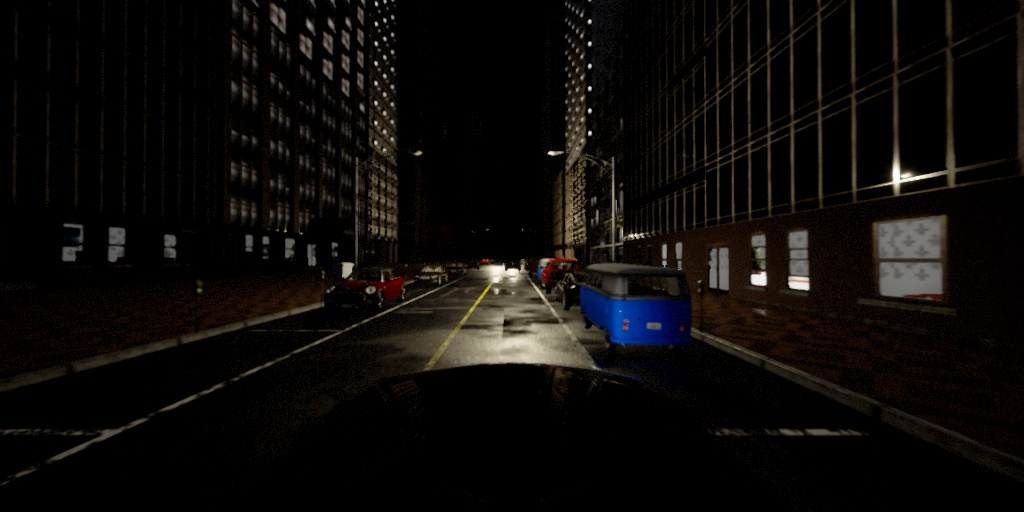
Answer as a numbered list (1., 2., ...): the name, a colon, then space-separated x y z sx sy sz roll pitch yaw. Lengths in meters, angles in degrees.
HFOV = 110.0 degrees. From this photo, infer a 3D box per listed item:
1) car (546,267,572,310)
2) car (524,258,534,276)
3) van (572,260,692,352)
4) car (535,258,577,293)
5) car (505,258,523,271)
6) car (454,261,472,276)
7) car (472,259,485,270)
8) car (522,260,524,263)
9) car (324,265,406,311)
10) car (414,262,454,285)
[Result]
1. car: 2.695 1.304 14.302 2.007 1.370 4.403 0 0 0
2. car: 2.702 1.071 36.868 2.192 1.841 5.009 0 0 0
3. van: 2.694 1.093 8.661 1.690 1.789 3.998 0 0 0
4. car: 2.697 1.069 19.944 2.192 1.841 5.009 0 0 0
5. car: 0.113 1.109 50.723 2.097 1.767 4.553 0 0 0
6. car: -5.679 1.306 36.847 2.007 1.370 4.403 0 0 0
7. car: -5.675 1.306 53.776 2.007 1.370 4.403 0 0 0
8. car: 2.704 1.339 48.151 1.802 1.307 4.207 0 0 0
9. car: -5.685 1.193 14.276 1.967 1.591 4.097 0 0 0
10. car: -5.682 1.305 25.562 2.007 1.370 4.403 0 0 0
